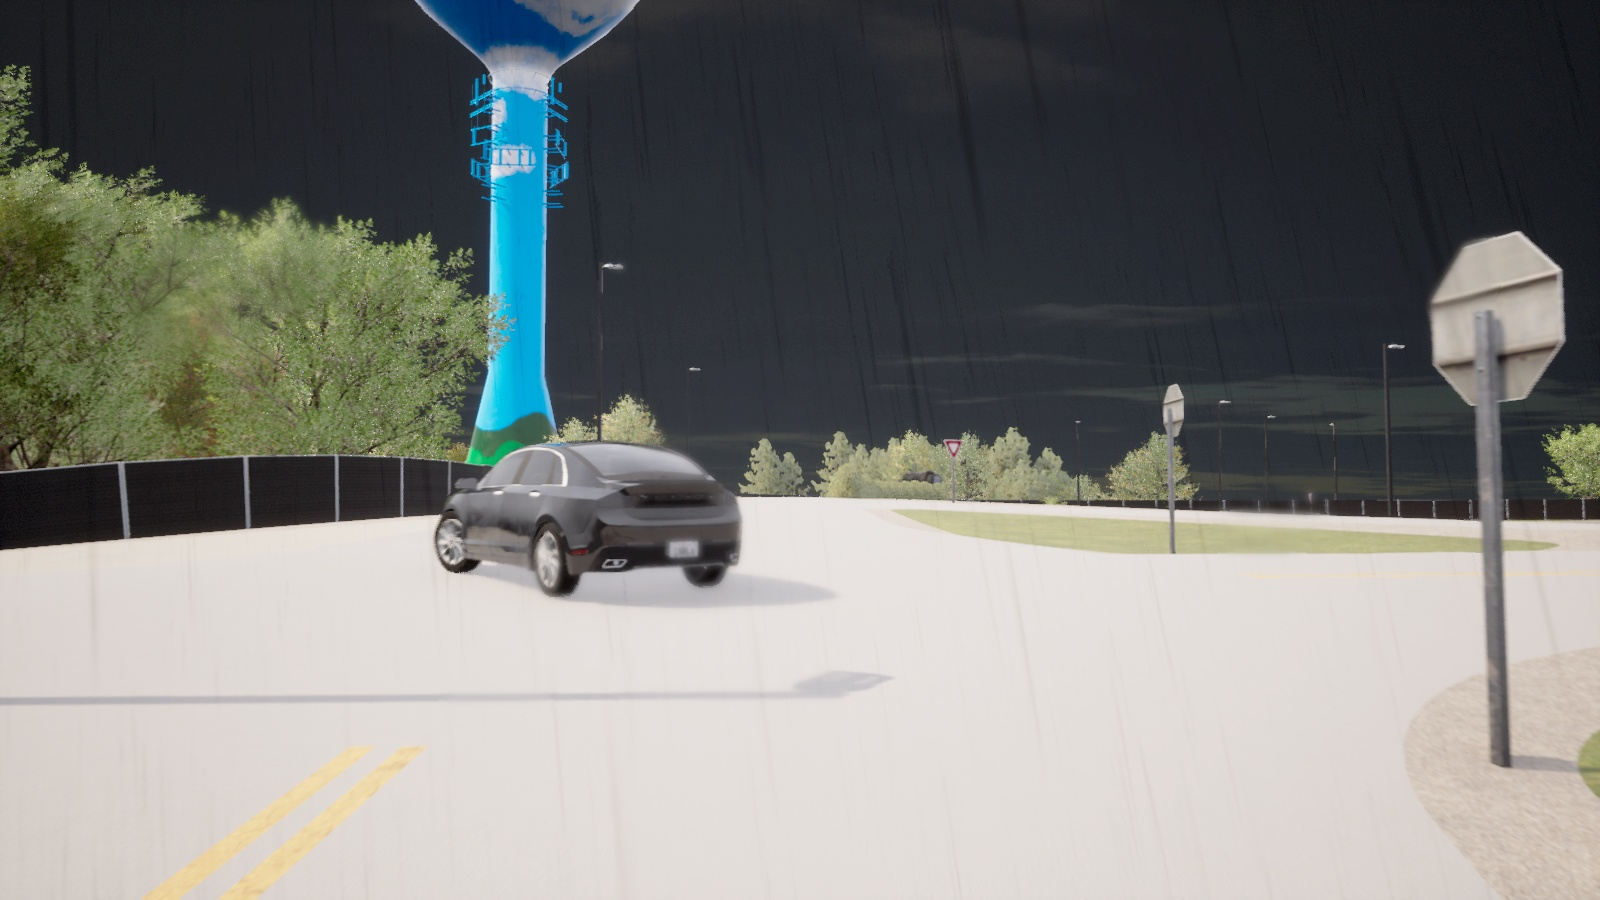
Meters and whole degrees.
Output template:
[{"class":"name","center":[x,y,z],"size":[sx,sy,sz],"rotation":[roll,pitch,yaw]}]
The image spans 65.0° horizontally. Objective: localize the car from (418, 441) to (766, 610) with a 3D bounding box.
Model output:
[{"class":"car","center":[-2.465,0.669,13.629],"size":[1.837,1.490,4.892],"rotation":[0,0,-34]}]
